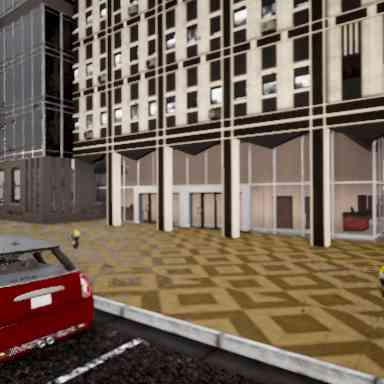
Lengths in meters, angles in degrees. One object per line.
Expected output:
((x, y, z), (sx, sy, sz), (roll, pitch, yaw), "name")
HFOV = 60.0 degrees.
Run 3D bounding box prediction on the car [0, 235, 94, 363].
((-3.508, 1.412, 5.388), (4.097, 1.590, 1.967), (0, 0, 36), "car")
